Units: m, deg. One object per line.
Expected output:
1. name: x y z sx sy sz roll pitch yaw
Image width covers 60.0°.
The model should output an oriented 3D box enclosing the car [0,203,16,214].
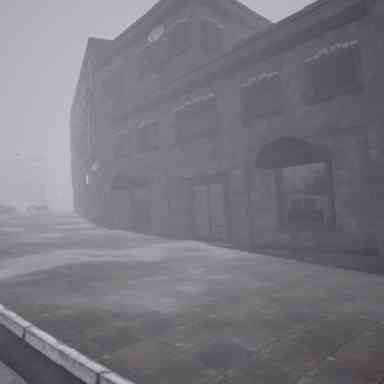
1. car: -27.271 2.410 47.129 2.033 1.411 5.357 -3 -1 -3

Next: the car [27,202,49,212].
1. car: -23.976 2.274 51.747 1.812 1.442 4.674 -3 -1 -2

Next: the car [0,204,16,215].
1. car: -23.205 2.148 40.316 1.895 1.301 4.718 -3 -1 -4
